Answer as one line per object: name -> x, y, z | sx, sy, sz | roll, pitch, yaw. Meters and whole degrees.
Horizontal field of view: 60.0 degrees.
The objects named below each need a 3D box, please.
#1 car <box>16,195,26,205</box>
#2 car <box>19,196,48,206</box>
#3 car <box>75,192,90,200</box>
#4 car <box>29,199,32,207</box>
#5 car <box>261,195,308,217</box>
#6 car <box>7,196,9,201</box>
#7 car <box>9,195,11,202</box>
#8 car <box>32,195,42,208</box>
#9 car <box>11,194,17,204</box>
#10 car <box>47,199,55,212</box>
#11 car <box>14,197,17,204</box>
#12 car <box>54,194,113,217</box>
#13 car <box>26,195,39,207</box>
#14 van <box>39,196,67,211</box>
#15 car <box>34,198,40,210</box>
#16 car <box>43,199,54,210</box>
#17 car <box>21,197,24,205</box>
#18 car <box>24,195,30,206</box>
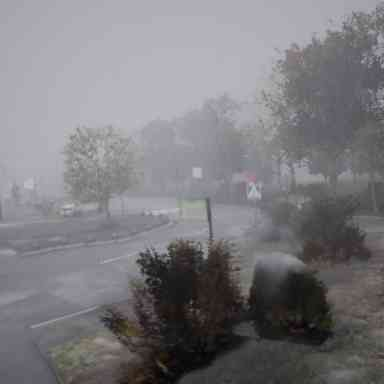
car -> -31.237, 1.630, 66.661 | 2.435, 2.045, 5.566 | -3, 4, 36
car -> -32.894, 1.908, 69.163 | 2.163, 1.488, 4.792 | -3, 4, 36
car -> -23.696, 0.897, 72.044 | 1.812, 1.442, 4.674 | -6, 4, -34
car -> -24.486, 1.937, 56.712 | 2.002, 1.452, 4.674 | -3, 4, 36
car -> 7.372, 1.030, 25.838 | 2.097, 1.767, 4.553 | -6, 3, -28
car -> -43.004, 1.916, 84.070 | 2.163, 1.488, 4.792 | -3, 4, 36
car -> -41.369, 1.764, 81.530 | 2.185, 1.767, 4.553 | -3, 4, 36
car -> -22.835, 1.781, 54.196 | 2.185, 1.767, 4.553 | -3, 4, 36
car -> -36.305, 1.629, 74.119 | 2.435, 2.045, 5.566 | -3, 4, 36
car -> -15.925, 1.901, 44.447 | 1.946, 1.575, 5.366 | -3, 4, 36
car -> -34.493, 1.859, 71.774 | 1.946, 1.575, 5.366 | -3, 4, 36
car -> -12.666, 1.685, 39.294 | 2.435, 2.045, 5.566 | -2, 4, 36
car -> -26.161, 1.764, 59.210 | 2.185, 1.767, 4.553 | -2, 4, 36
van -> -19.502, 1.700, 49.147 | 1.878, 1.987, 4.442 | -2, 5, 36
car -> -21.102, 1.907, 51.743 | 2.097, 1.535, 5.008 | -2, 5, 36
car -> -17.729, 1.958, 46.778 | 2.002, 1.452, 4.674 | -3, 4, 36
car -> -29.531, 1.912, 64.194 | 2.163, 1.488, 4.792 | -3, 4, 36
car -> -27.846, 1.760, 61.694 | 2.185, 1.767, 4.553 | -2, 5, 36
